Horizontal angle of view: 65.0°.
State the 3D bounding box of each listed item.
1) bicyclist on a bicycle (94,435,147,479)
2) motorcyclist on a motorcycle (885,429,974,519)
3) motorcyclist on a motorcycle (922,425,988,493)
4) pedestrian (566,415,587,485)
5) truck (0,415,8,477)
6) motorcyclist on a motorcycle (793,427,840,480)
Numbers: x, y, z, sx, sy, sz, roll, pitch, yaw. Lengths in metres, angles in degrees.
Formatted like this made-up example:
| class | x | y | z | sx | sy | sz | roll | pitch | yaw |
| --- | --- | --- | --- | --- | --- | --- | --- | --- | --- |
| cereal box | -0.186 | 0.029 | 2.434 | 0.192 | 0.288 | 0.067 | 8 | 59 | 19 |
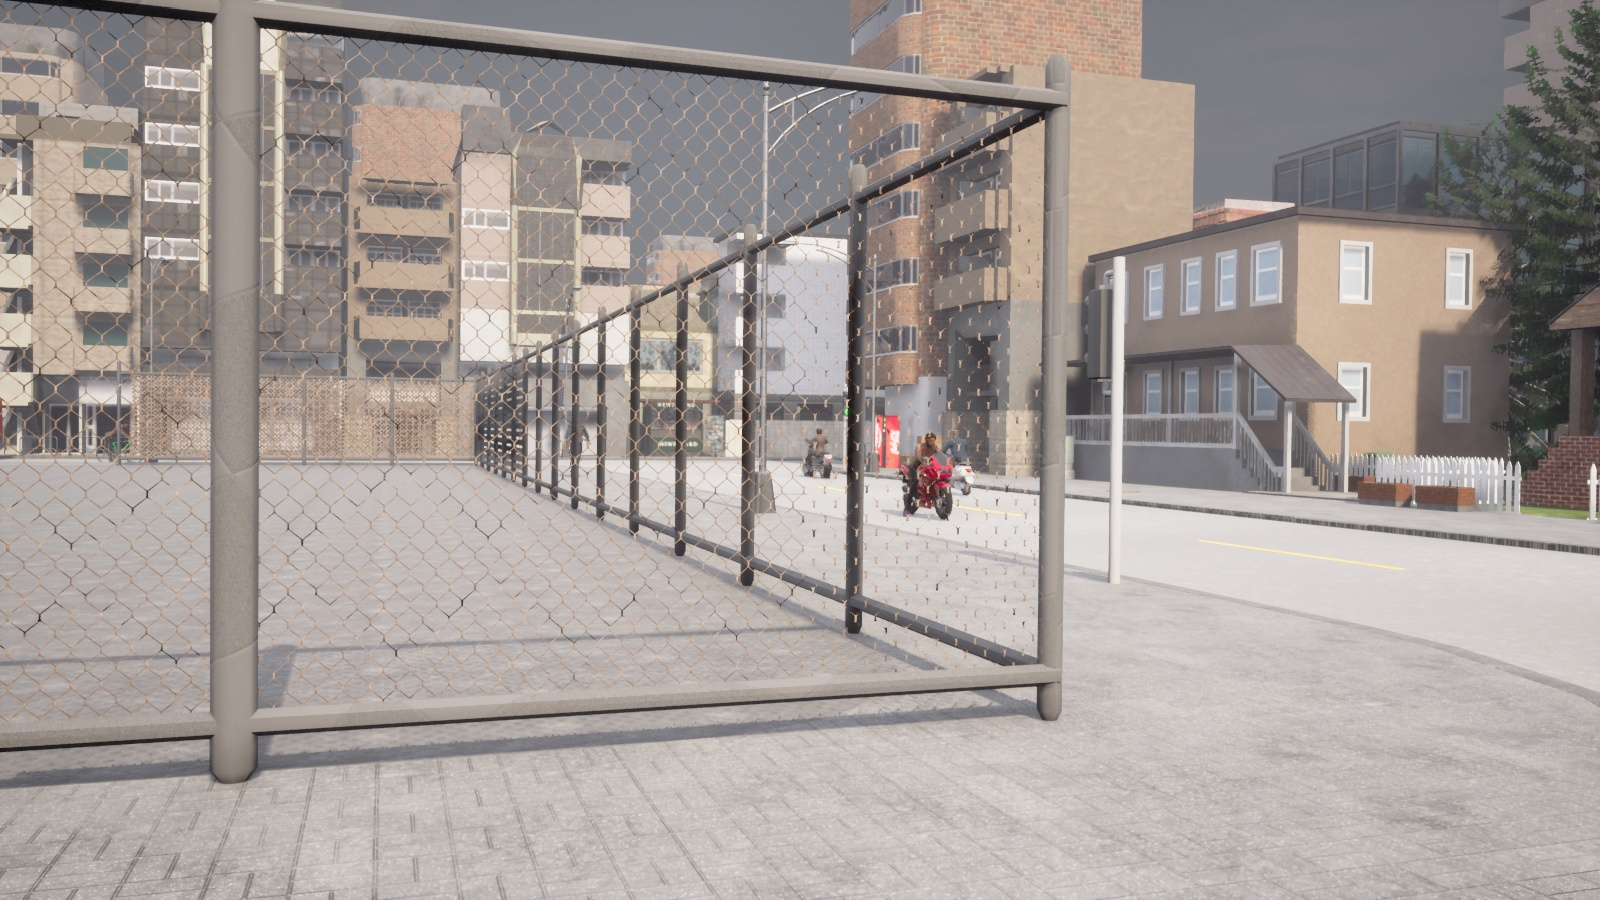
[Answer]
| class | x | y | z | sx | sy | sz | roll | pitch | yaw |
| --- | --- | --- | --- | --- | --- | --- | --- | --- | --- |
| bicyclist on a bicycle | -25.656 | 0.257 | 47.407 | 1.656 | 1.620 | 0.582 | -1 | 1 | -18 |
| motorcyclist on a motorcycle | 2.276 | 0.392 | 22.341 | 0.797 | 1.523 | 2.044 | -1 | 1 | -18 |
| motorcyclist on a motorcycle | 3.762 | 0.213 | 30.610 | 0.866 | 1.590 | 1.817 | -1 | 1 | -18 |
| pedestrian | -6.376 | -0.006 | 35.790 | 0.423 | 1.949 | 0.788 | -1 | 1 | -20 |
| truck | -34.173 | -0.113 | 48.792 | 5.204 | 2.467 | 2.627 | -1 | 1 | -19 |
| motorcyclist on a motorcycle | 0.522 | 0.085 | 40.421 | 0.766 | 1.649 | 2.350 | -1 | 1 | -18 |
